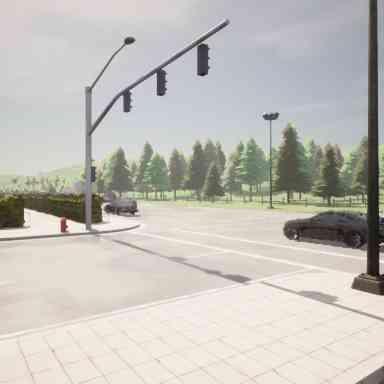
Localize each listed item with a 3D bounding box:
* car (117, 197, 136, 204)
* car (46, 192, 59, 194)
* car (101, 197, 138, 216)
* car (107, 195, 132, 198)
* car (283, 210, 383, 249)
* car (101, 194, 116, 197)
[{"bbox_3d":[-13.108,1.601,66.513,1.895,1.301,4.718,0,0,-35],"label":"car"},{"bbox_3d":[-24.108,1.221,57.614,2.150,2.045,5.566,0,0,-34],"label":"car"},{"bbox_3d":[-7.217,1.547,33.199,2.033,1.411,5.357,0,0,-34],"label":"car"},{"bbox_3d":[-8.285,1.490,40.945,2.128,1.511,4.902,0,0,-35],"label":"car"},{"bbox_3d":[6.261,1.526,14.628,1.812,1.442,4.674,0,0,-38],"label":"car"},{"bbox_3d":[-16.747,1.601,65.616,1.895,1.301,4.718,0,0,-34],"label":"car"}]
